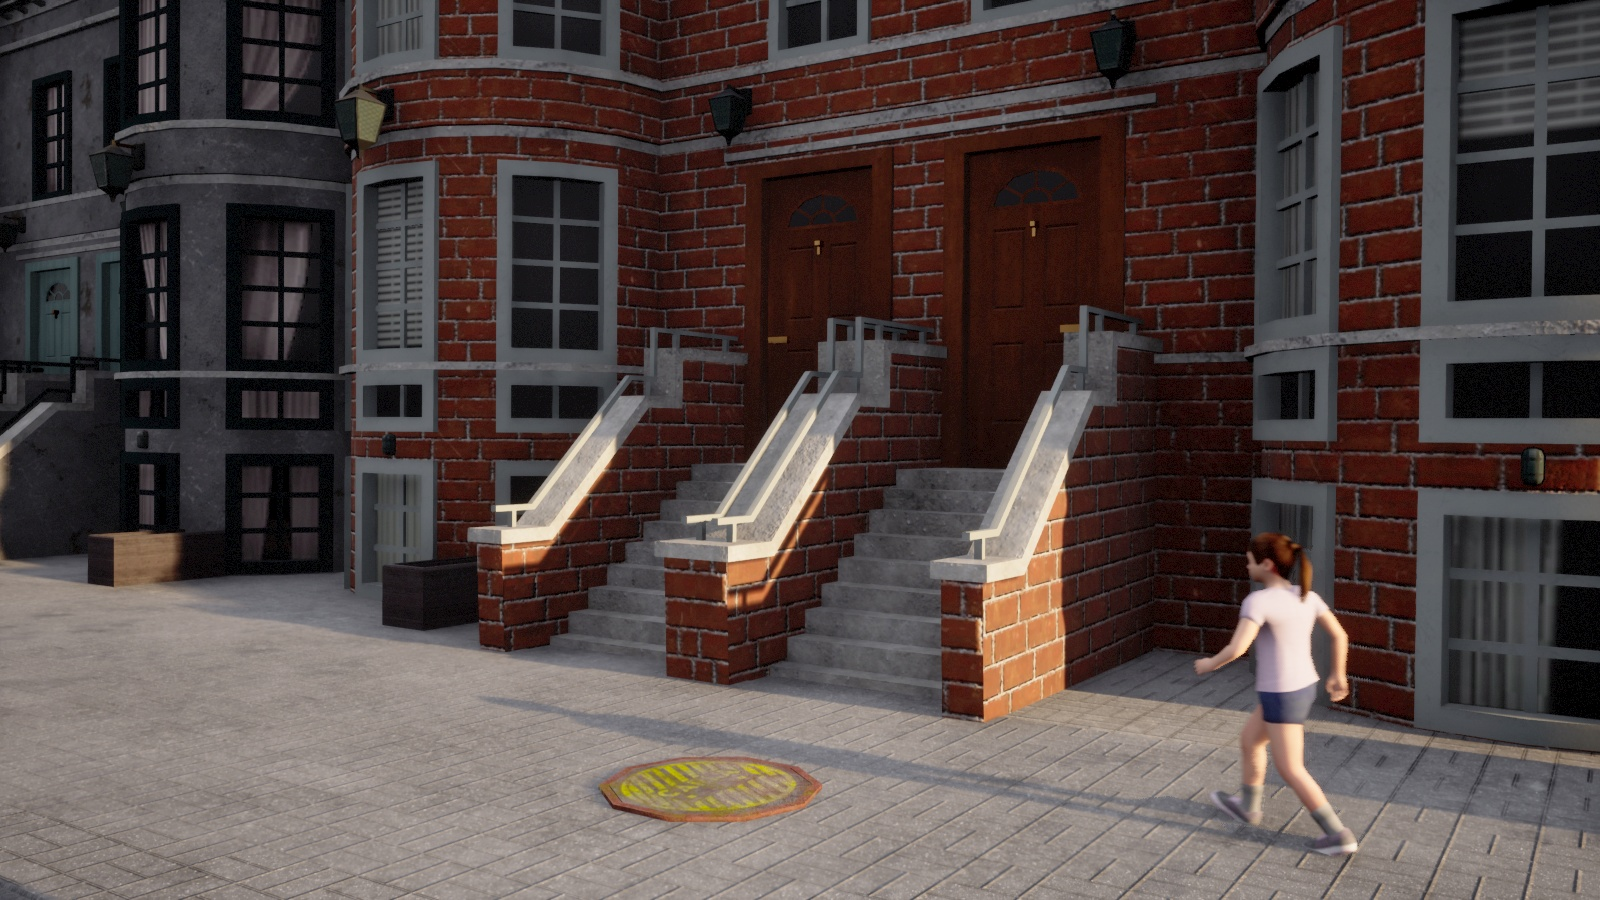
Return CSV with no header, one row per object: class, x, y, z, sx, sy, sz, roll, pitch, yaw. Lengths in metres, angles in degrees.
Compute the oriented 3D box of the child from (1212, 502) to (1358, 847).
child,1.677,0.746,4.352,0.255,1.110,0.394,-1,1,-42
